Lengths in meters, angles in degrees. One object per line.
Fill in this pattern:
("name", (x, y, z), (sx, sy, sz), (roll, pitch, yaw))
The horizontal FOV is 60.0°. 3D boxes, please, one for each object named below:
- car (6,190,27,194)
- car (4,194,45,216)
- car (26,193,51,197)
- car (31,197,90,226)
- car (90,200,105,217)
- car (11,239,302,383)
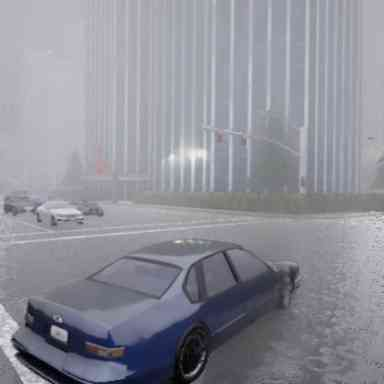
("car", (-22.473, 0.730, 42.917), (2.150, 2.045, 5.566), (0, 0, -41))
("car", (-14.660, 1.167, 28.478), (2.128, 1.511, 4.902), (0, 0, -41))
("car", (-15.500, 1.109, 34.809), (1.882, 1.535, 5.008), (0, 0, -41))
("car", (-8.588, 1.308, 21.484), (1.812, 1.442, 4.674), (0, 0, -41))
("car", (-8.785, 1.314, 27.028), (1.994, 1.385, 4.181), (0, 0, -41))
("car", (0.101, 1.515, 5.465), (2.033, 1.411, 5.357), (1, 0, 36))
